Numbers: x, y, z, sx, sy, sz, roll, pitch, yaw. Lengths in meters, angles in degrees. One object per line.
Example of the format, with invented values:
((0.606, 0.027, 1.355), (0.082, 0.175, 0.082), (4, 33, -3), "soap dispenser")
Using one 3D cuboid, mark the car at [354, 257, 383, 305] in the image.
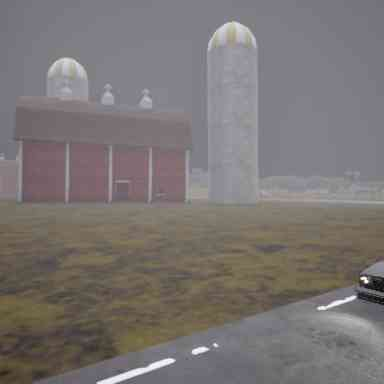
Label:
((5.709, 1.553, 7.149), (5.357, 1.411, 2.033), (0, 0, -36), "car")
